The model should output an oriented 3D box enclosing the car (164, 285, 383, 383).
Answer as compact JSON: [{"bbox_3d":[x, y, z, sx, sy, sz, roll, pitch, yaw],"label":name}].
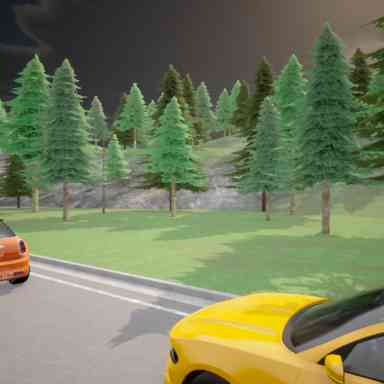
[{"bbox_3d":[2.028,1.478,2.545,5.008,1.535,1.882,0,0,35],"label":"car"}]

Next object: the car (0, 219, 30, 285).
[{"bbox_3d":[-6.097,1.352,8.317,4.553,1.767,2.097,0,0,35],"label":"car"}]
